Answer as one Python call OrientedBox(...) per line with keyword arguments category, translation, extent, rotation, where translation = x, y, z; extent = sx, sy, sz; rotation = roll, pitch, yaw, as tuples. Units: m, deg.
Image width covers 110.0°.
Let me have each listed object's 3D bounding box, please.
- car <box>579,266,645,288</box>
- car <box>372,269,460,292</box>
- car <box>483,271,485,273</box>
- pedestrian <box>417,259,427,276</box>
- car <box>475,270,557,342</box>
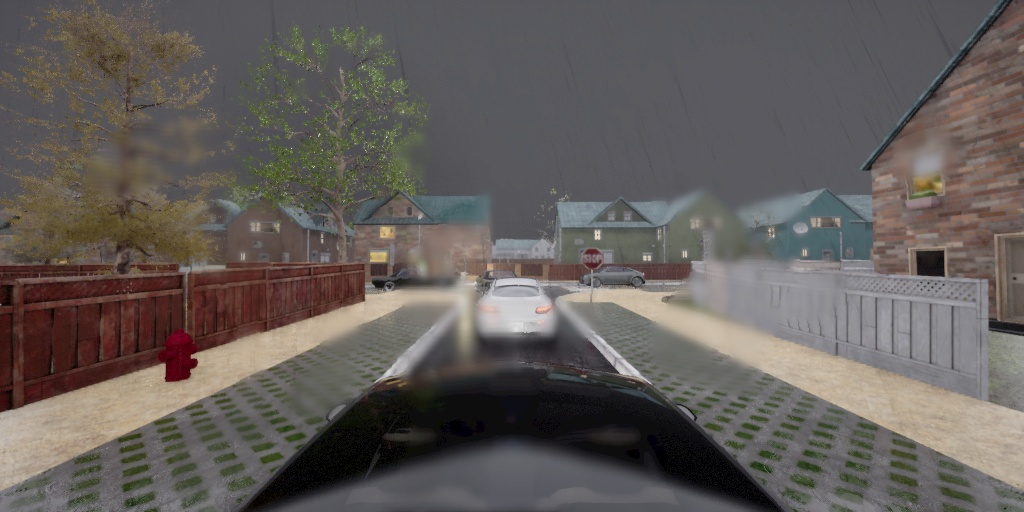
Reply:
OrientedBox(category="car", translation=(6.552, 1.344, 23.655), extent=(4.181, 1.385, 1.994), rotation=(0, -1, 1))
OrientedBox(category="car", translation=(-5.470, 1.417, 20.872), extent=(4.718, 1.301, 1.895), rotation=(-1, -1, 1))
OrientedBox(category="car", translation=(-0.746, 1.366, 18.485), extent=(1.895, 1.301, 4.718), rotation=(0, -1, -12))
OrientedBox(category="pedestrian", translation=(-6.685, 1.119, 26.759), extent=(0.375, 1.860, 0.375), rotation=(0, -1, 1))
OrientedBox(category="car", translation=(0.108, 1.280, 9.665), extent=(1.812, 1.442, 4.674), rotation=(0, 0, 0))
